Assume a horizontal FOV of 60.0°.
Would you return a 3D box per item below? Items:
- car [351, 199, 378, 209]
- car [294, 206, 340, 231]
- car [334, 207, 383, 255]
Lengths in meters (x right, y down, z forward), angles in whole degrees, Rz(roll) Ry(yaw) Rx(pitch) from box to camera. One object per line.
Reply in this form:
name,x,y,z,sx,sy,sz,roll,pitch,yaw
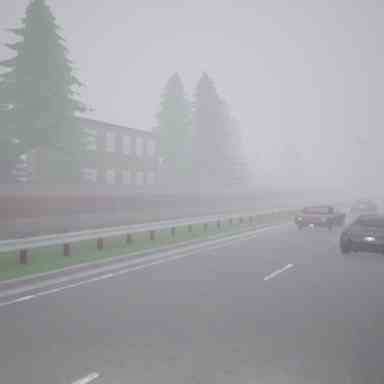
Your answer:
car,17.403,1.362,33.532,1.994,1.385,4.181,0,0,35
car,7.676,1.483,19.609,1.895,1.301,4.718,0,0,35
car,6.957,1.490,12.491,1.994,1.385,4.181,0,1,35
